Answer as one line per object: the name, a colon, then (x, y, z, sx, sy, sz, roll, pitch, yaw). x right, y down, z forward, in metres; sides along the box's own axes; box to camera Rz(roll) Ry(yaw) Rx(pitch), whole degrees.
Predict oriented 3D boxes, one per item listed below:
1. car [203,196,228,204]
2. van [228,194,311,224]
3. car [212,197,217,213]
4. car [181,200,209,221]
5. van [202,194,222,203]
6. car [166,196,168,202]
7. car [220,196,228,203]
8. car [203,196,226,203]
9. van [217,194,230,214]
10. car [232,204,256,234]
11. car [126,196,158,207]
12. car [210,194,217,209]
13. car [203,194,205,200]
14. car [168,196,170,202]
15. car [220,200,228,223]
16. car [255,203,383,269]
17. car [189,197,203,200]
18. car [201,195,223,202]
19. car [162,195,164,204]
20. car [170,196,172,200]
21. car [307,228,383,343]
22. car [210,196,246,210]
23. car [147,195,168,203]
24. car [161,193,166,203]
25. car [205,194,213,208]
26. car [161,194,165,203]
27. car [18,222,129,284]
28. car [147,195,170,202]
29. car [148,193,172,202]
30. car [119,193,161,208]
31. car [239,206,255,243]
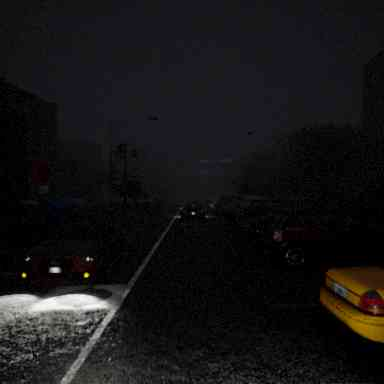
car: (4.621, 1.582, 66.684, 4.892, 1.521, 2.231, 0, 0, 0)
van: (4.527, 1.283, 19.068, 4.442, 1.987, 1.878, 0, 0, 0)
car: (4.667, 1.560, 33.037, 4.792, 1.488, 2.163, 0, 0, 0)
car: (0.087, 1.605, 27.349, 1.994, 1.385, 4.181, 0, 0, 0)
van: (4.508, 1.362, 74.937, 4.442, 1.987, 1.878, 0, 0, 0)
car: (-7.708, 1.580, 65.553, 4.892, 1.521, 2.231, 0, 0, 0)
car: (4.672, 1.392, 24.656, 4.553, 1.767, 2.185, 0, 0, 0)
car: (4.628, 1.625, 69.353, 4.674, 1.452, 2.002, 0, 0, 0)
van: (4.756, 1.300, 30.242, 4.442, 1.987, 1.878, 0, 0, 0)
car: (4.650, 1.506, 16.274, 4.892, 1.521, 2.231, 0, 0, 0)
car: (-7.666, 1.431, 50.863, 4.553, 1.767, 2.185, 0, 0, 0)
car: (4.607, 1.409, 35.829, 4.553, 1.767, 2.185, 0, 0, 0)
car: (4.602, 1.317, 58.178, 5.566, 2.045, 2.435, 0, 0, 0)
car: (-7.888, 1.580, 68.616, 5.366, 1.575, 1.946, 0, 0, 0)
car: (4.637, 1.514, 21.986, 5.008, 1.535, 2.097, 0, 0, 0)
car: (4.614, 1.371, 10.688, 4.553, 1.767, 2.185, 0, 0, 0)
car: (0.084, 1.627, 42.165, 1.994, 1.385, 4.181, 0, 0, 0)
car: (4.617, 1.566, 77.746, 4.892, 1.521, 2.231, 0, 1, 0)
car: (-7.696, 1.606, 56.863, 4.674, 1.452, 2.002, 0, 0, 0)
car: (-7.519, 1.585, 71.556, 5.366, 1.575, 1.946, 0, 0, 0)
car: (4.834, 1.485, 5.099, 5.366, 1.575, 1.946, 0, 0, 0)
car: (4.666, 1.422, 44.210, 4.553, 1.767, 2.185, 0, 0, 0)
car: (-7.675, 1.462, 74.498, 4.553, 1.767, 2.185, 0, 0, 0)
car: (-7.733, 1.449, 62.741, 4.553, 1.767, 2.185, 0, 0, 0)
car: (4.664, 1.288, 38.624, 5.566, 2.045, 2.435, 0, 0, 0)
car: (-7.730, 1.600, 59.802, 4.792, 1.488, 2.163, 0, 0, 0)
car: (-3.101, 1.578, 9.517, 1.994, 1.385, 4.181, 0, 0, 0)
car: (-7.712, 1.569, 77.328, 5.008, 1.535, 2.097, 0, 0, 0)
car: (-7.679, 1.275, 80.270, 5.566, 2.045, 2.435, 0, 1, 0)
car: (-7.725, 1.301, 48.050, 5.566, 2.045, 2.435, 0, 0, 0)
car: (4.639, 1.502, 13.480, 4.892, 1.521, 2.231, 0, 0, 0)
